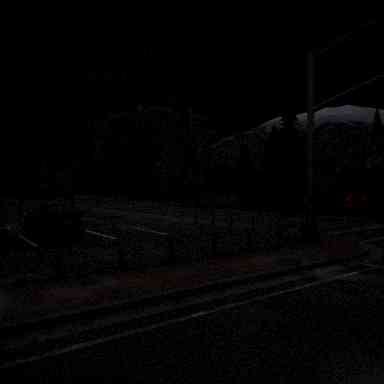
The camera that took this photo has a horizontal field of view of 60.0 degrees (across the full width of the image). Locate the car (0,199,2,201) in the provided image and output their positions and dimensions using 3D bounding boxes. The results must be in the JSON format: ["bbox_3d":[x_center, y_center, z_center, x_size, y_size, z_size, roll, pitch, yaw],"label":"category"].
[{"bbox_3d":[-21.607,1.374,36.413,1.845,1.501,3.633,0,0,-36],"label":"car"}]

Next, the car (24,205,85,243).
[{"bbox_3d":[-6.367,1.340,15.306,2.007,1.523,4.514,0,0,-36],"label":"car"}]

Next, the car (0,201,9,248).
[{"bbox_3d":[-8.880,1.331,13.428,2.152,1.636,5.027,0,0,-36],"label":"car"}]
